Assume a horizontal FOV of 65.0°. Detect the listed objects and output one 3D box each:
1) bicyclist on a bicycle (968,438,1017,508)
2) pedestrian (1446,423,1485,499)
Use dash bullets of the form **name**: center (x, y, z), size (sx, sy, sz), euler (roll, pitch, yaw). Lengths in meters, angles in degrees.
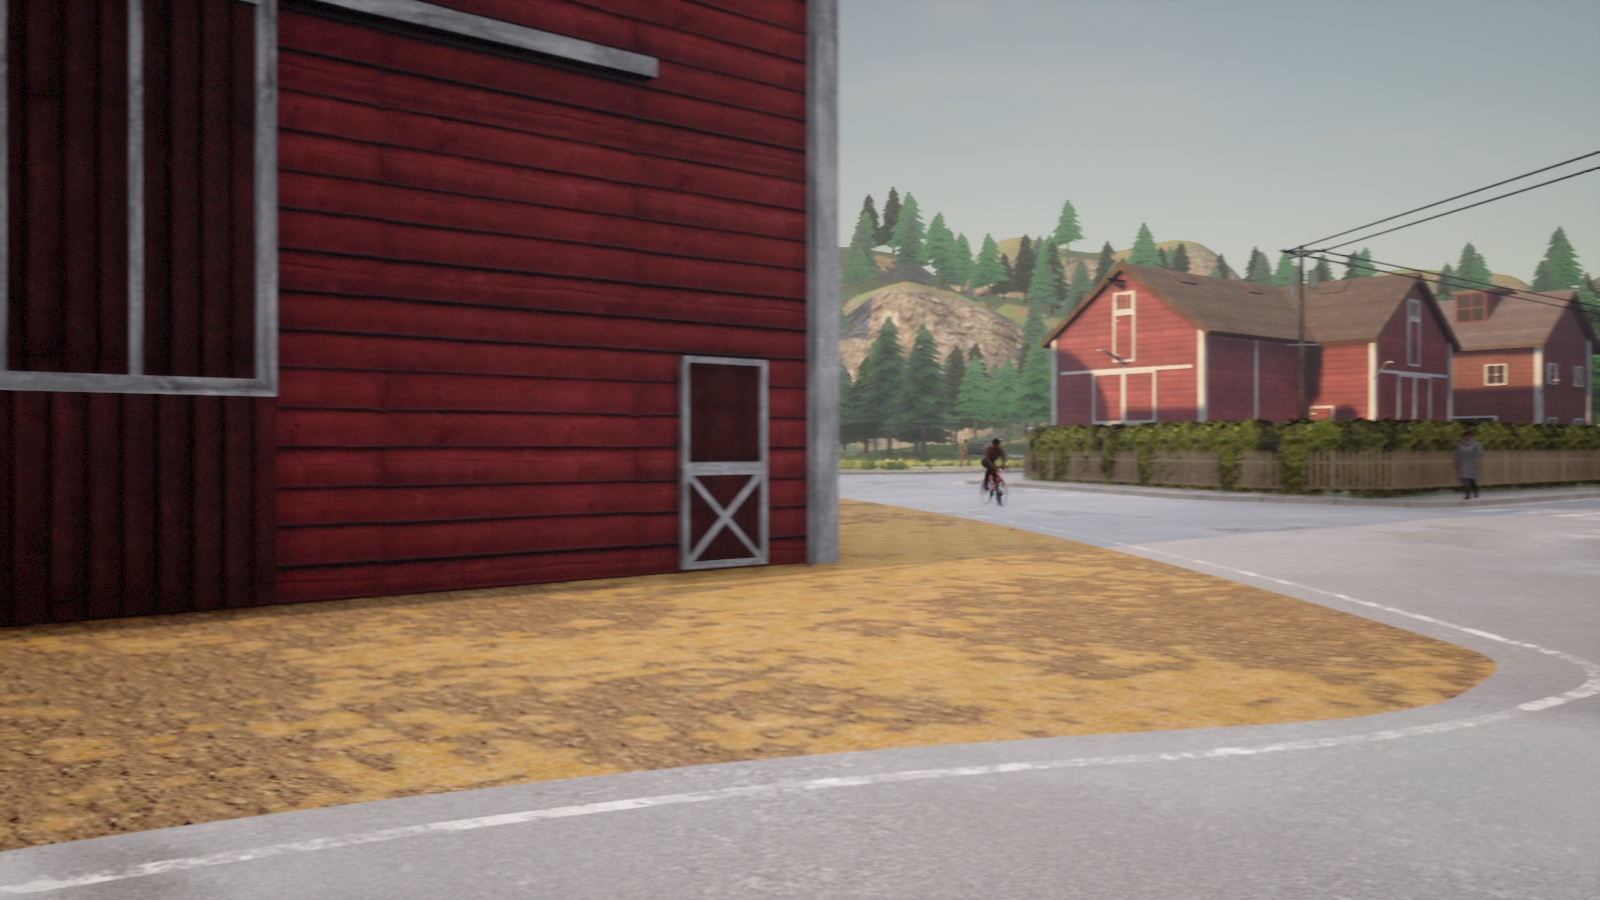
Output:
- **bicyclist on a bicycle**: center (4.556, 0.529, 29.820), size (0.582, 1.620, 1.656), euler (0, 1, -13)
- **pedestrian**: center (17.344, 0.271, 32.717), size (0.659, 1.952, 0.873), euler (0, 0, 45)
